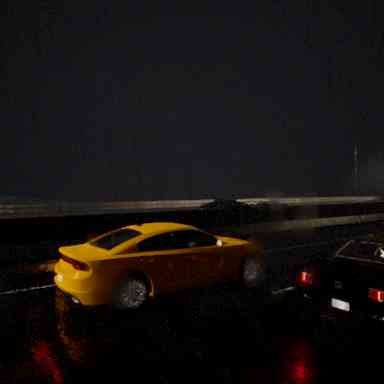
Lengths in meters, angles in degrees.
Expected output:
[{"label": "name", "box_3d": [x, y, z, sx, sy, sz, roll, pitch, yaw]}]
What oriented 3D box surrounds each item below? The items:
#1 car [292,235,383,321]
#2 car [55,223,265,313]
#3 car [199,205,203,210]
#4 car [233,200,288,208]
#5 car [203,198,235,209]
[{"label": "car", "box_3d": [4.265, 1.559, 6.761, 4.718, 1.301, 1.895, 0, 0, -35]}, {"label": "car", "box_3d": [-0.457, 1.451, 7.704, 5.008, 1.535, 1.882, -1, 0, -35]}, {"label": "car", "box_3d": [2.865, 1.385, 31.655, 4.892, 1.490, 1.837, 0, 0, -35]}, {"label": "car", "box_3d": [5.667, 1.417, 25.081, 4.674, 1.442, 1.812, 0, 0, -35]}, {"label": "car", "box_3d": [3.388, 1.454, 27.755, 4.181, 1.385, 1.994, 0, 0, -35]}]
